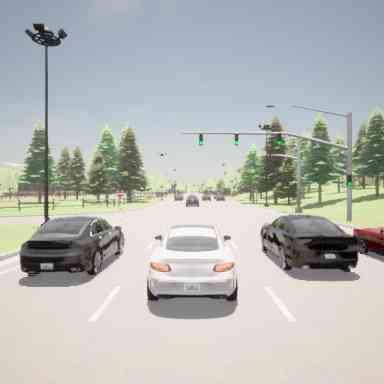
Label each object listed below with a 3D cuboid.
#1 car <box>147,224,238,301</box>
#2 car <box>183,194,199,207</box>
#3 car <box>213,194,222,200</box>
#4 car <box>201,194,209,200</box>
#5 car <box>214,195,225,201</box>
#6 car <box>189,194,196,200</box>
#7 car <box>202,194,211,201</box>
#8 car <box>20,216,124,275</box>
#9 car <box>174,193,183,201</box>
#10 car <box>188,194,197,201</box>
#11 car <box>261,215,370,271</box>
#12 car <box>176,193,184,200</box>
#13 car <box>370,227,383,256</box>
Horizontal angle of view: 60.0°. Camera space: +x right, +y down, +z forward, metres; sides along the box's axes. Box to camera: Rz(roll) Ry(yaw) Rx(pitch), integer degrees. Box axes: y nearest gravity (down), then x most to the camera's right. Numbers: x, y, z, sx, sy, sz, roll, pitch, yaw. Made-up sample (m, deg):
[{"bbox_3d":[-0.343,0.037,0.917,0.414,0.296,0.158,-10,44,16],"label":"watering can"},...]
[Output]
[{"bbox_3d":[0.019,1.526,8.210,1.812,1.442,4.674,0,0,0],"label":"car"},{"bbox_3d":[0.078,1.352,52.083,2.097,1.767,4.553,0,0,0],"label":"car"},{"bbox_3d":[7.140,1.385,93.135,1.994,1.385,4.181,0,0,0],"label":"car"},{"bbox_3d":[3.640,1.372,93.140,2.033,1.411,5.357,0,0,0],"label":"car"},{"bbox_3d":[7.124,1.517,82.715,2.128,1.511,4.902,0,0,0],"label":"car"},{"bbox_3d":[0.140,1.332,93.146,1.837,1.490,4.892,0,0,0],"label":"car"},{"bbox_3d":[3.625,1.347,83.107,2.097,1.767,4.553,0,0,0],"label":"car"},{"bbox_3d":[-3.452,1.507,10.390,1.837,1.490,4.892,0,1,1],"label":"car"},{"bbox_3d":[-3.375,1.544,83.114,1.994,1.385,4.181,0,0,0],"label":"car"},{"bbox_3d":[0.125,1.347,83.112,2.097,1.767,4.553,0,0,0],"label":"car"},{"bbox_3d":[3.555,1.478,10.964,1.882,1.535,5.008,0,0,1],"label":"car"},{"bbox_3d":[-3.360,1.187,93.121,2.097,1.767,4.553,0,0,0],"label":"car"},{"bbox_3d":[7.051,1.601,10.624,1.895,1.301,4.718,0,0,1],"label":"car"}]
